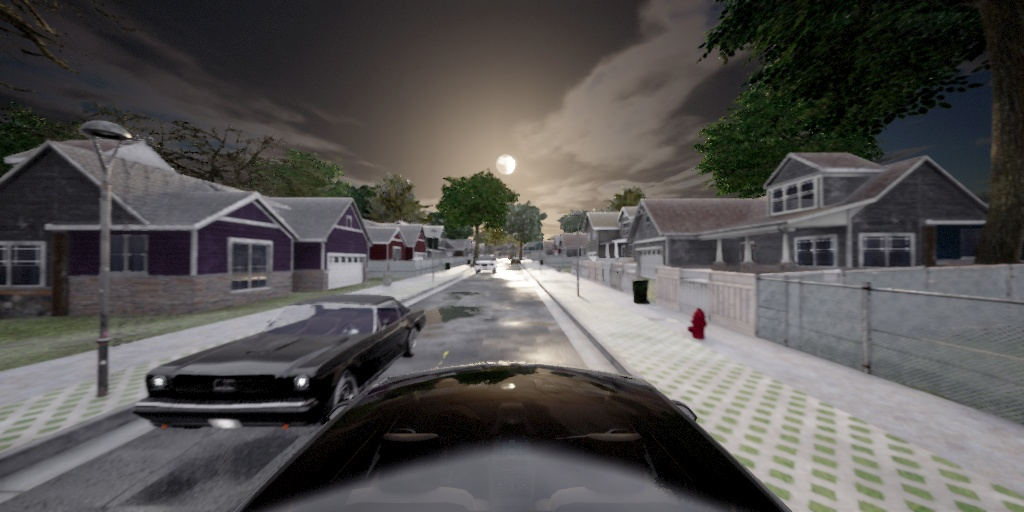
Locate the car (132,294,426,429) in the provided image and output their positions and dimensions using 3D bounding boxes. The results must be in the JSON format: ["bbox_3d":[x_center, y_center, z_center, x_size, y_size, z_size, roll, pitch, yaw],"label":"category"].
[{"bbox_3d":[-2.840,1.350,5.759,1.895,1.301,4.718,0,0,0],"label":"car"}]

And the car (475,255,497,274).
[{"bbox_3d":[-2.858,0.867,39.956,2.150,2.045,5.566,0,0,0],"label":"car"}]
